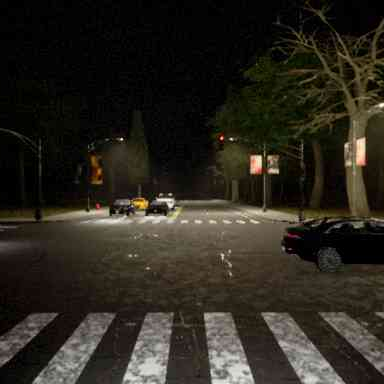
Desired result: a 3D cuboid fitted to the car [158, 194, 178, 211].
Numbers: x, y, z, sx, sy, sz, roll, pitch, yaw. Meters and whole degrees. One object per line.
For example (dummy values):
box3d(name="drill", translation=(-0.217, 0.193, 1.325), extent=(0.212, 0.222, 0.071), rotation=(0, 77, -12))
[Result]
box3d(name="car", translation=(-3.334, 1.244, 41.849), extent=(2.150, 2.045, 5.566), rotation=(0, 0, 0))

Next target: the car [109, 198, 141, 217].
box3d(name="car", translation=(-6.588, 1.492, 31.849), extent=(2.128, 1.511, 4.902), rotation=(0, 0, 0))

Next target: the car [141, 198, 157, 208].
box3d(name="car", translation=(-6.587, 1.633, 51.395), extent=(1.994, 1.385, 4.181), rotation=(0, 0, -1))

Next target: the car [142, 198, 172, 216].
box3d(name="car", translation=(-3.328, 1.565, 32.492), extent=(1.994, 1.385, 4.181), rotation=(0, 0, 1))

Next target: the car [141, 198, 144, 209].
box3d(name="car", translation=(-6.584, 1.498, 41.349), extent=(1.882, 1.535, 5.008), rotation=(0, 0, 0))

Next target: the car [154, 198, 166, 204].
box3d(name="car", translation=(-6.490, 1.784, 67.206), extent=(1.895, 1.301, 4.718), rotation=(0, 0, 0))

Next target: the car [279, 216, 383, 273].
box3d(name="car", translation=(5.162, 1.496, 10.025), extent=(4.902, 1.511, 2.128), rotation=(0, 0, 0))

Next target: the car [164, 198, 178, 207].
box3d(name="car", translation=(-3.330, 1.685, 53.712), extent=(1.895, 1.301, 4.718), rotation=(0, 0, 0))
